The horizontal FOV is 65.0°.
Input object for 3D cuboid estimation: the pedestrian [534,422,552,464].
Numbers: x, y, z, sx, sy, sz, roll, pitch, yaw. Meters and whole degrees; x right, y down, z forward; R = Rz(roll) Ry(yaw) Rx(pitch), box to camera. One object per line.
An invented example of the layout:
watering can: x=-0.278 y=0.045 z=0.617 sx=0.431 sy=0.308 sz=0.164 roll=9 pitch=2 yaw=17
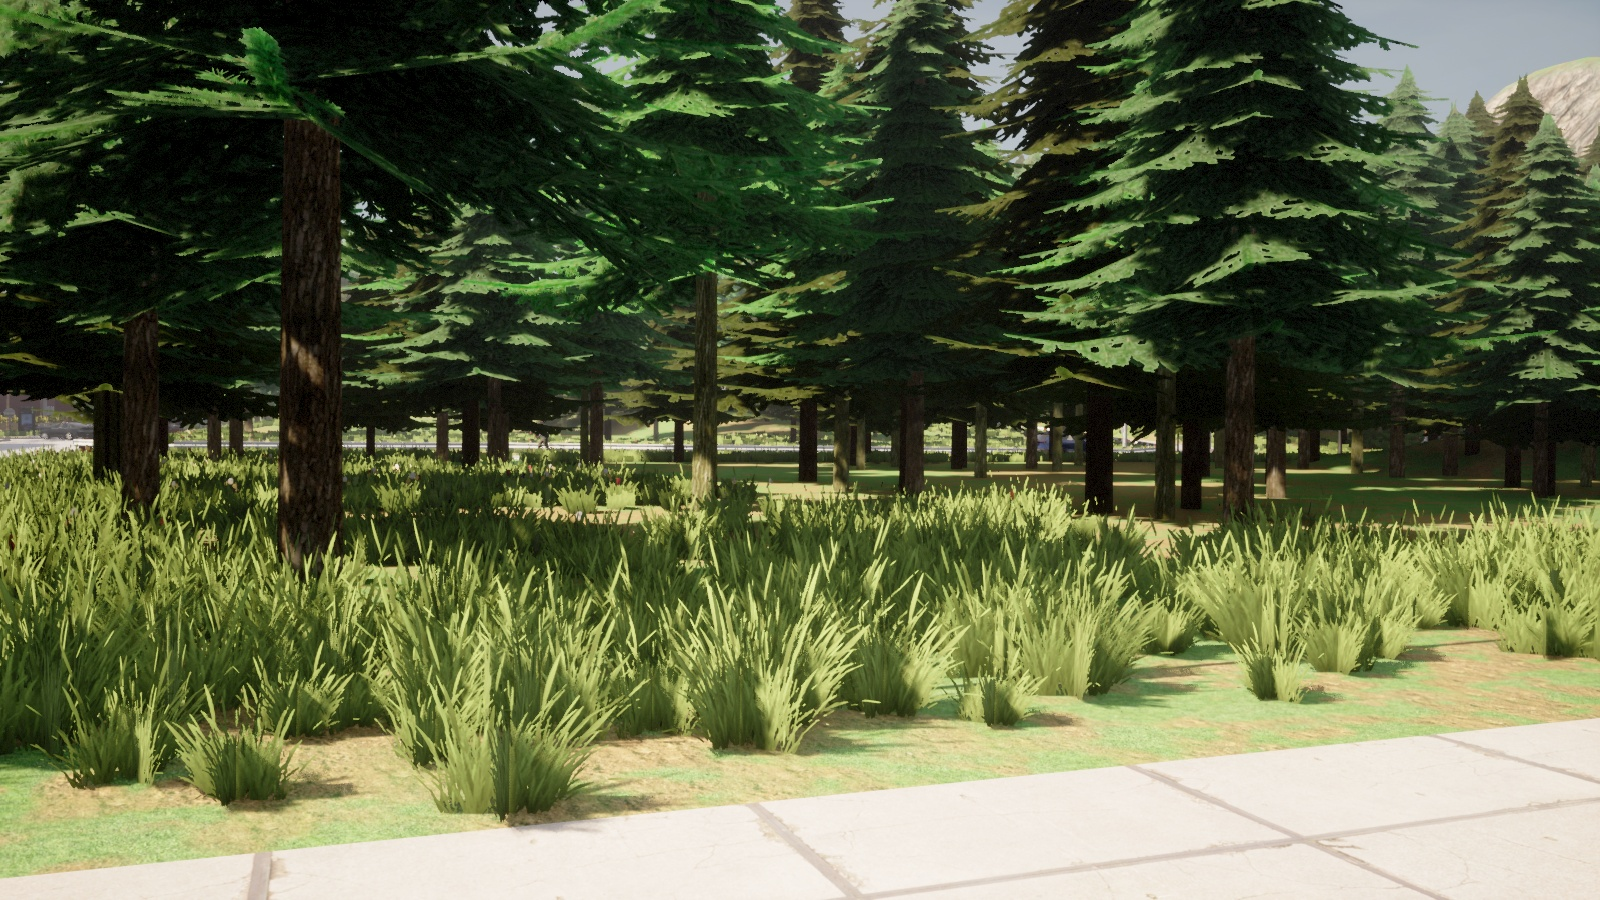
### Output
pedestrian: x=-11.335 y=-0.310 z=55.391 sx=0.726 sy=1.842 sz=0.402 roll=-1 pitch=1 yaw=-22

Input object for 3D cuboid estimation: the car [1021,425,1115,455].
car: x=15.093 y=-0.577 z=70.702 sx=4.856 sy=1.649 sz=2.033 roll=-1 pitch=1 yaw=-22
